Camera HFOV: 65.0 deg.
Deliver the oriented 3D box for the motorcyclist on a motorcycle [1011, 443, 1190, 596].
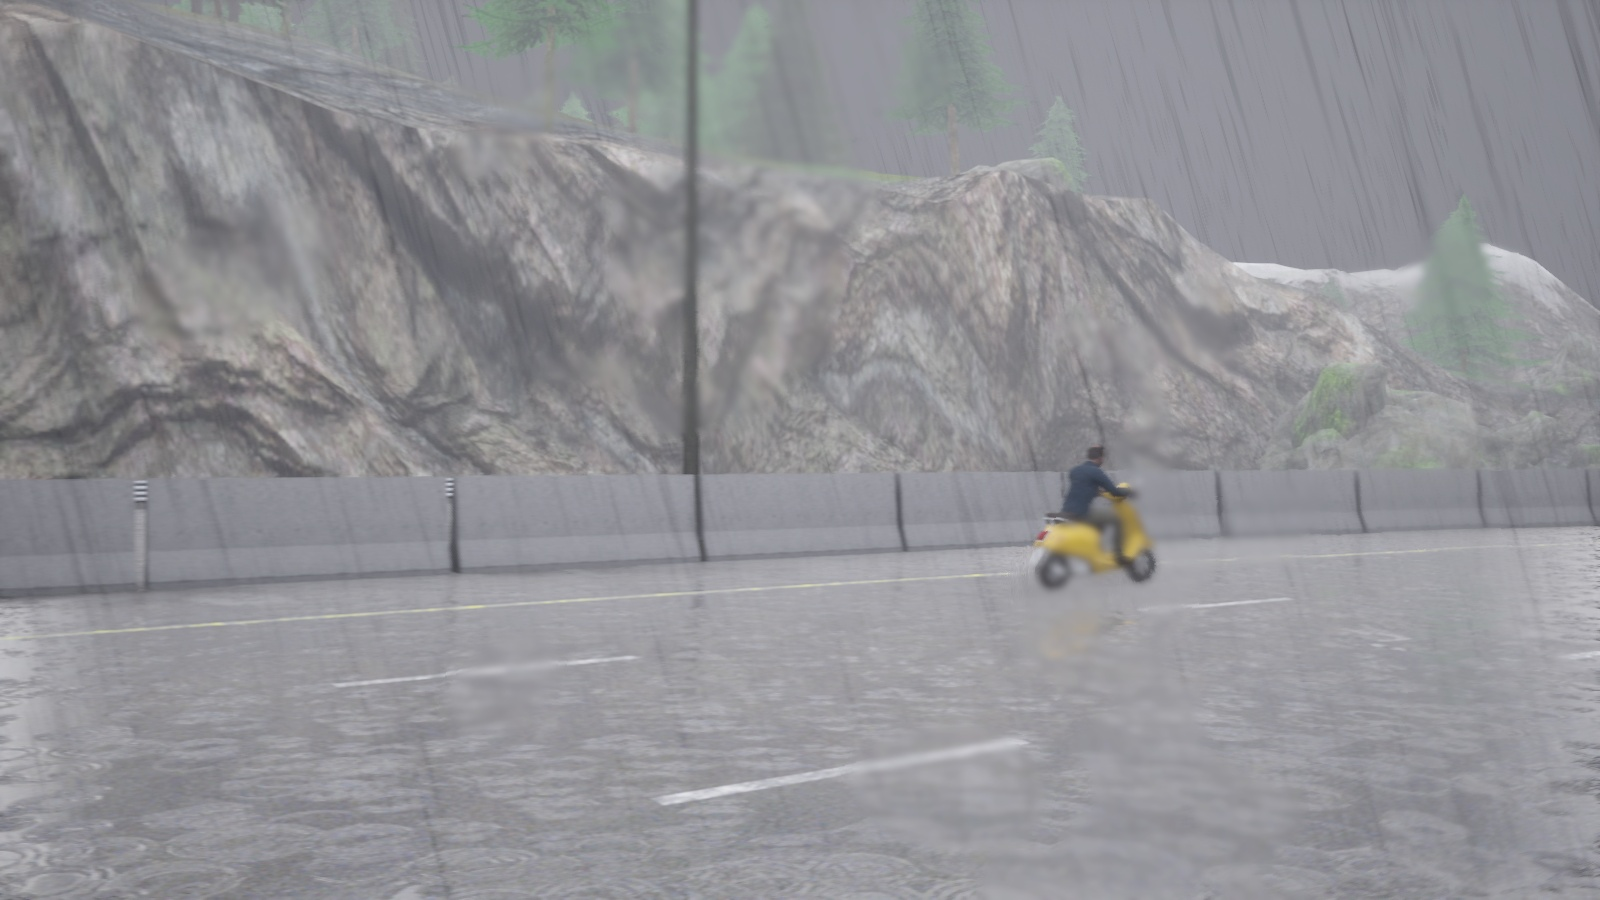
[{"bbox_3d":[3.337,0.721,13.916,1.817,1.590,0.866,0,1,-30],"label":"motorcyclist on a motorcycle"}]
